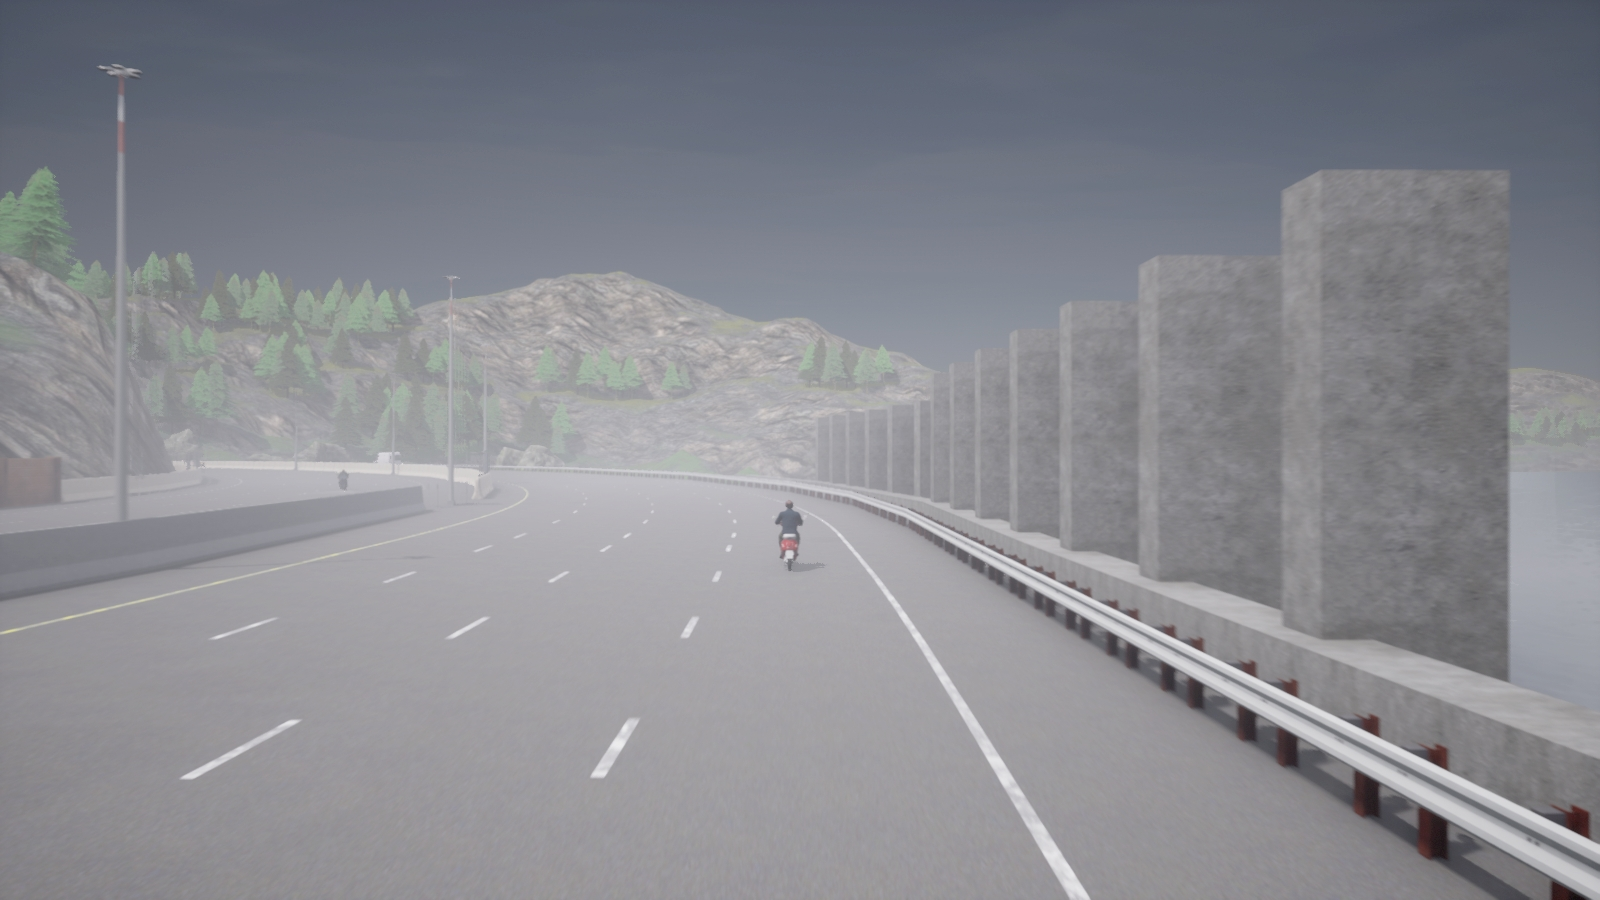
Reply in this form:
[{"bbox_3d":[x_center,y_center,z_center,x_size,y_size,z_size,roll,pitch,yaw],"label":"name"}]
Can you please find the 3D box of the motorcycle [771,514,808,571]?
[{"bbox_3d":[-0.258,2.190,27.348,0.856,1.236,1.805,0,0,-1],"label":"motorcycle"}]
